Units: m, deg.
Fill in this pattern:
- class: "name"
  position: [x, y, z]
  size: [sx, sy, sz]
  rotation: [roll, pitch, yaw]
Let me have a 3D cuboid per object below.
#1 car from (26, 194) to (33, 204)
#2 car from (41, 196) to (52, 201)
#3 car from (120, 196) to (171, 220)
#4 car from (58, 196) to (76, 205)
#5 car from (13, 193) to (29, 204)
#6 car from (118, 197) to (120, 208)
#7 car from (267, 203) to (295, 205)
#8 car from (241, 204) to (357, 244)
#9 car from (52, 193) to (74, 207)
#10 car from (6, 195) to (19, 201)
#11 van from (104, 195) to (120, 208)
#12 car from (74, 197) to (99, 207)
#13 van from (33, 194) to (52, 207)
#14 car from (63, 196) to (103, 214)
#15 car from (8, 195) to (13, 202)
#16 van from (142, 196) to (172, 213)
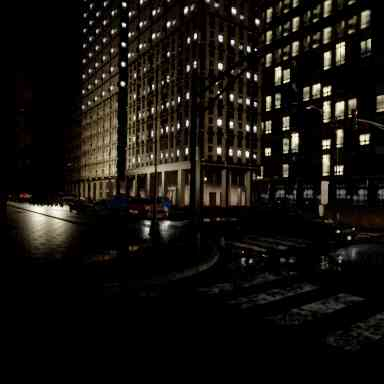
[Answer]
- class: "car"
  position: [-23.916, 1.432, 51.346]
  size: [1.802, 1.307, 4.206]
  rotation: [1, -1, -35]
- class: "car"
  position: [-36.669, 1.570, 83.845]
  size: [1.802, 1.307, 4.206]
  rotation: [1, -1, -35]
- class: "car"
  position: [-3.788, 1.291, 27.419]
  size: [2.097, 1.767, 4.553]
  rotation: [1, -1, -35]
- class: "car"
  position: [-22.192, 1.464, 58.922]
  size: [1.837, 1.490, 4.892]
  rotation: [1, -1, -35]
- class: "car"
  position: [-30.442, 1.155, 60.568]
  size: [2.192, 1.841, 5.009]
  rotation: [1, -1, -35]
- class: "car"
  position: [-7.284, 1.584, 42.362]
  size: [2.008, 1.369, 4.403]
  rotation: [1, -1, -35]
- class: "car"
  position: [5.779, 1.505, 23.925]
  size: [1.967, 1.590, 4.097]
  rotation: [1, -1, -35]
- class: "car"
  position: [4.845, 1.521, 15.957]
  size: [2.033, 1.411, 5.357]
  rotation: [1, 0, -41]
- class: "car"
  position: [-17.893, 1.133, 47.465]
  size: [2.150, 2.045, 5.566]
  rotation: [1, -1, -35]
- class: "car"
  position: [-40.240, 1.377, 74.394]
  size: [2.008, 1.369, 4.403]
  rotation: [1, -1, -35]
- class: "van"
  position: [-10.545, 1.368, 46.974]
  size: [1.690, 1.788, 3.998]
  rotation: [1, -1, -35]
- class: "car"
  position: [-16.061, 1.517, 50.269]
  size: [2.033, 1.411, 5.357]
  rotation: [1, -1, -36]
- class: "van"
  position: [-20.647, 1.197, 46.740]
  size: [1.690, 1.788, 3.998]
  rotation: [1, -1, -35]
- class: "car"
  position: [-10.856, 1.427, 32.909]
  size: [2.008, 1.369, 4.403]
  rotation: [1, -1, -35]
- class: "car"
  position: [-36.976, 1.396, 69.784]
  size: [1.947, 1.339, 4.313]
  rotation: [1, -1, -35]
- class: "van"
  position: [-4.015, 1.382, 37.754]
  size: [1.690, 1.788, 3.998]
  rotation: [1, -1, -35]
